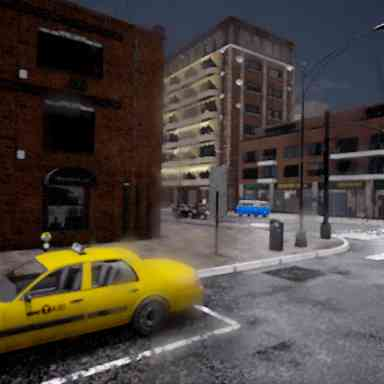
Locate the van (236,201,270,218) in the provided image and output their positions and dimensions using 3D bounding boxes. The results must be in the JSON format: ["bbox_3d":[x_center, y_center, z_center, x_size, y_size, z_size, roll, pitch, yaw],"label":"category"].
[{"bbox_3d":[6.587,1.882,36.333,1.690,1.788,3.998,1,-1,-35],"label":"van"}]

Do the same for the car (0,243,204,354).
[{"bbox_3d":[-2.062,1.537,5.240,4.829,1.417,1.752,1,1,-36],"label":"car"}]

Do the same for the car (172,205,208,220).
[{"bbox_3d":[-0.300,1.886,31.557,1.947,1.339,4.313,1,-1,-35],"label":"car"}]
